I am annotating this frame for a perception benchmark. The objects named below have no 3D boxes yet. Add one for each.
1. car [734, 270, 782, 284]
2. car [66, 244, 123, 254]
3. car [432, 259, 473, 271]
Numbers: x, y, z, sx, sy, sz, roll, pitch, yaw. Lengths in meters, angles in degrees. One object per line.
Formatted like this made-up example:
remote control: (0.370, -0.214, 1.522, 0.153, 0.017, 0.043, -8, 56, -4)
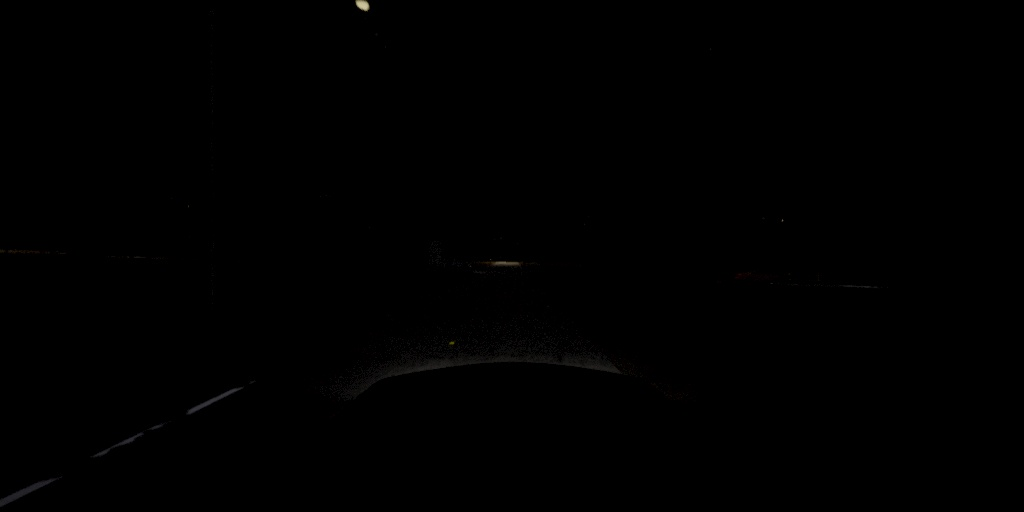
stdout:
car: (28.750, 2.407, 41.978, 5.008, 1.535, 1.882, 2, -1, 0)
car: (-48.206, -0.703, 41.516, 4.718, 1.301, 1.895, 2, -1, 0)
car: (-6.906, 1.042, 41.765, 4.674, 1.442, 1.812, 3, -1, 0)
